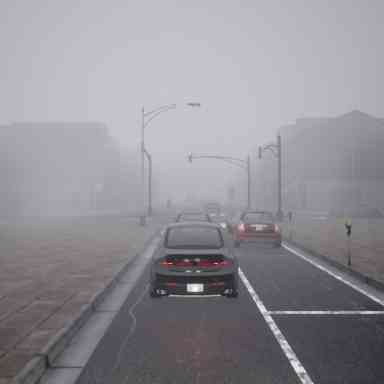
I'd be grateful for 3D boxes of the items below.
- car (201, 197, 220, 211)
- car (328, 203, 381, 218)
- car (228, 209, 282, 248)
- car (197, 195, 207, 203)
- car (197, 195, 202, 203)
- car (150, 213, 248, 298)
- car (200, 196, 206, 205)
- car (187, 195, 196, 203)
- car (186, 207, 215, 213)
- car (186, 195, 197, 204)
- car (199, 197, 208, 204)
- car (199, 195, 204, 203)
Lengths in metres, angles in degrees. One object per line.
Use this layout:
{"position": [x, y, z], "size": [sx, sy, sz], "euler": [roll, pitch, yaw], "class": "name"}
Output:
{"position": [2.558, 1.672, 41.662], "size": [1.947, 1.339, 4.313], "euler": [1, 0, 0], "class": "car"}
{"position": [14.495, 1.630, 29.771], "size": [4.181, 1.385, 1.994], "euler": [0, -2, 0], "class": "car"}
{"position": [2.626, 1.457, 14.916], "size": [1.967, 1.590, 4.097], "euler": [2, 0, 0], "class": "car"}
{"position": [2.474, 1.735, 79.727], "size": [2.192, 1.841, 5.009], "euler": [1, -1, 0], "class": "car"}
{"position": [2.507, 1.830, 63.411], "size": [1.947, 1.339, 4.313], "euler": [1, -1, 0], "class": "car"}
{"position": [0.020, 1.512, 8.519], "size": [1.837, 1.490, 4.892], "euler": [0, 0, -1], "class": "car"}
{"position": [2.545, 1.705, 47.099], "size": [1.947, 1.339, 4.313], "euler": [1, 0, 0], "class": "car"}
{"position": [-0.191, 1.676, 82.617], "size": [2.150, 2.045, 5.566], "euler": [0, -1, 0], "class": "car"}
{"position": [0.056, 1.619, 15.995], "size": [1.895, 1.301, 4.718], "euler": [0, 0, 0], "class": "car"}
{"position": [-0.154, 1.570, 72.208], "size": [2.150, 2.045, 5.566], "euler": [0, -1, 0], "class": "car"}
{"position": [2.482, 1.892, 74.456], "size": [1.752, 1.417, 4.829], "euler": [1, -1, 0], "class": "car"}
{"position": [2.533, 1.702, 52.706], "size": [1.752, 1.417, 4.829], "euler": [1, 0, 0], "class": "car"}
